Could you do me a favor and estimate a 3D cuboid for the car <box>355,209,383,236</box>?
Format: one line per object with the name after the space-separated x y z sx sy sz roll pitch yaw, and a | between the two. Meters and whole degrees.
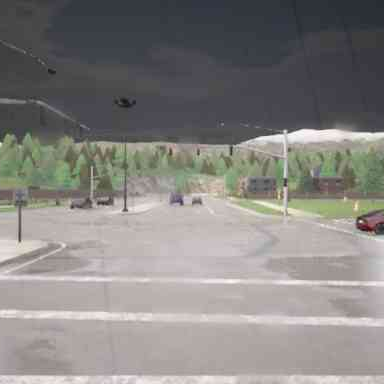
11.125 1.575 17.961 4.181 1.385 1.994 0 0 0 | car

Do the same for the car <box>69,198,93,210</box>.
-14.519 1.534 43.731 1.837 1.490 4.892 0 -1 1 | car

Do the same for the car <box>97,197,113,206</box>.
-14.330 1.512 55.260 1.882 1.535 5.008 0 0 1 | car

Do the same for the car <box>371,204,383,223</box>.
16.285 1.616 24.923 4.718 1.301 1.895 0 0 0 | car

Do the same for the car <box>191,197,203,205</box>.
0.894 1.585 59.136 2.033 1.411 5.357 0 0 1 | car

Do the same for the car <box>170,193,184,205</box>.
-2.626 1.260 57.901 2.150 2.045 5.566 0 0 1 | car
